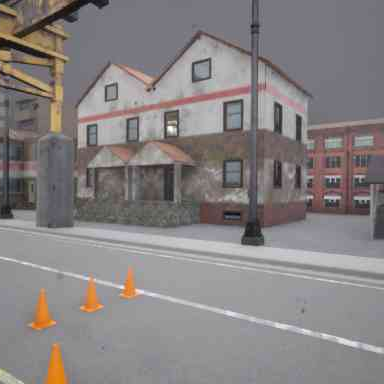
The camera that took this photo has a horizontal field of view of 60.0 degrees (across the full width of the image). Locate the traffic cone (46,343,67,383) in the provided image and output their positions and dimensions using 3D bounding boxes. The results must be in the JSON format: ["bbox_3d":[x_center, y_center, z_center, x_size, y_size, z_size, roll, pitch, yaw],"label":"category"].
[{"bbox_3d":[-1.488,1.952,3.632,0.340,0.580,0.340,0,0,36],"label":"traffic cone"}]

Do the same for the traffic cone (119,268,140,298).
[{"bbox_3d":[-1.355,1.949,7.235,0.340,0.580,0.340,0,0,36],"label":"traffic cone"}]

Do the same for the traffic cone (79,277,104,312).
[{"bbox_3d":[-1.940,1.949,6.424,0.340,0.580,0.340,0,0,36],"label":"traffic cone"}]

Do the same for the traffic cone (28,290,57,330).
[{"bbox_3d":[-2.525,1.949,5.613,0.340,0.580,0.340,0,0,36],"label":"traffic cone"}]
